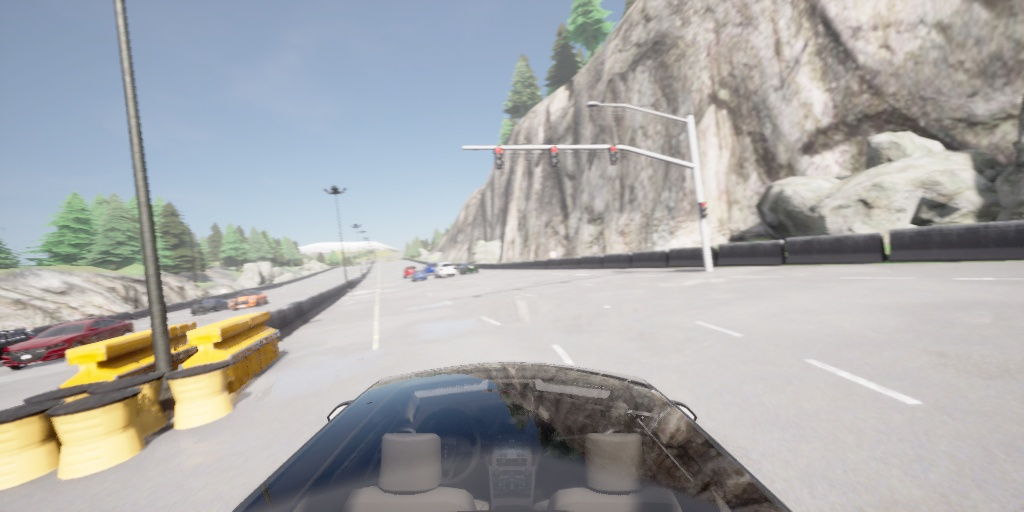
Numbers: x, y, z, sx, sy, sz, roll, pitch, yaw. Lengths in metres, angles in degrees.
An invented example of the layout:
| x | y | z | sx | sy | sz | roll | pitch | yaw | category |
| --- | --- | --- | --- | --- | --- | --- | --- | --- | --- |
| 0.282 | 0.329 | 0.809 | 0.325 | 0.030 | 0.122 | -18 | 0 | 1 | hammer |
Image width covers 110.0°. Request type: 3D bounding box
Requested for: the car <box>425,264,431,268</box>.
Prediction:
| x | y | z | sx | sy | sz | roll | pitch | yaw | category |
| --- | --- | --- | --- | --- | --- | --- | --- | --- | --- |
| -14.398 | 2.354 | 63.747 | 2.150 | 2.045 | 5.566 | -7 | 1 | -20 | car |

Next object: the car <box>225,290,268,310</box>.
| x | y | z | sx | sy | sz | roll | pitch | yaw | category |
| --- | --- | --- | --- | --- | --- | --- | --- | --- | --- |
| -26.665 | 4.322 | 36.383 | 2.097 | 1.767 | 4.553 | -7 | 1 | -20 | car |

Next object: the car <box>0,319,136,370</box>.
| x | y | z | sx | sy | sz | roll | pitch | yaw | category |
| --- | --- | --- | --- | --- | --- | --- | --- | --- | --- |
| -19.113 | 3.620 | 15.786 | 1.882 | 1.535 | 5.008 | -7 | 0 | -20 | car |

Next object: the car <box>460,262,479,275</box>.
| x | y | z | sx | sy | sz | roll | pitch | yaw | category |
| --- | --- | --- | --- | --- | --- | --- | --- | --- | --- |
| -6.341 | 1.688 | 51.881 | 2.097 | 1.767 | 4.553 | -7 | 1 | -20 | car |

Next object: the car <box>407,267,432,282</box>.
| x | y | z | sx | sy | sz | roll | pitch | yaw | category |
| --- | --- | --- | --- | --- | --- | --- | --- | --- | --- |
| -12.747 | 2.693 | 49.226 | 2.033 | 1.411 | 5.357 | -7 | 1 | -20 | car |

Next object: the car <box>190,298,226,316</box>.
| x | y | z | sx | sy | sz | roll | pitch | yaw | category |
| --- | --- | --- | --- | --- | --- | --- | --- | --- | --- |
| -30.138 | 4.964 | 35.834 | 1.994 | 1.385 | 4.181 | -7 | 1 | -20 | car |

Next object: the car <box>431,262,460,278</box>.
| x | y | z | sx | sy | sz | roll | pitch | yaw | category |
| --- | --- | --- | --- | --- | --- | --- | --- | --- | --- |
| -9.435 | 1.953 | 50.170 | 2.150 | 2.045 | 5.566 | -7 | 1 | -20 | car |

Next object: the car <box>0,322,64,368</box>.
| x | y | z | sx | sy | sz | roll | pitch | yaw | category |
| --- | --- | --- | --- | --- | --- | --- | --- | --- | --- |
| -22.618 | 4.072 | 15.249 | 2.128 | 1.511 | 4.902 | -7 | 0 | -20 | car |
